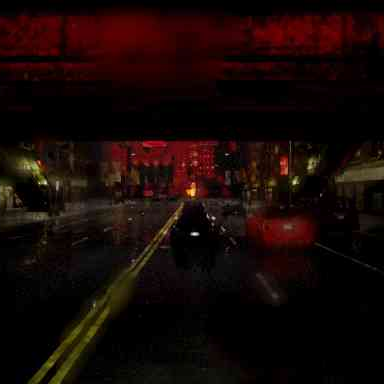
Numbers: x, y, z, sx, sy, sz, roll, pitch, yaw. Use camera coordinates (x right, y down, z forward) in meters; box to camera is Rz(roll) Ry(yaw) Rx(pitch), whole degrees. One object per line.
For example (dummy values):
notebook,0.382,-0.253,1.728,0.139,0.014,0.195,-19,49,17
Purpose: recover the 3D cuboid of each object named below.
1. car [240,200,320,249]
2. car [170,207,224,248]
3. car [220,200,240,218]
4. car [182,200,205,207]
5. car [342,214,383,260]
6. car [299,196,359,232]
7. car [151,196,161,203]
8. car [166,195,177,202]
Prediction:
car,3.623,1.363,14.590,2.097,1.767,4.553,0,0,0
car,0.123,1.570,14.639,1.994,1.385,4.181,0,0,0
car,3.624,1.493,29.652,2.128,1.511,4.902,0,0,0
car,0.124,1.482,29.650,1.882,1.535,5.008,0,0,0
car,6.725,1.591,10.214,1.895,1.301,4.718,0,0,0
car,6.680,1.225,17.611,2.435,2.045,5.566,0,0,0
car,-7.749,1.585,71.643,1.895,1.301,4.718,0,0,-11
car,-4.432,1.589,72.843,1.895,1.301,4.718,0,0,-11
